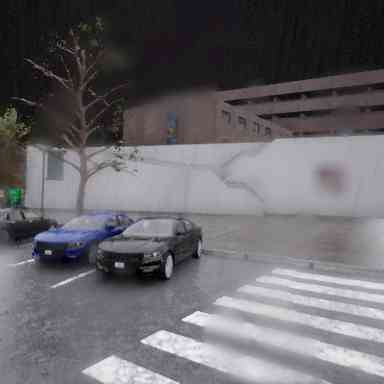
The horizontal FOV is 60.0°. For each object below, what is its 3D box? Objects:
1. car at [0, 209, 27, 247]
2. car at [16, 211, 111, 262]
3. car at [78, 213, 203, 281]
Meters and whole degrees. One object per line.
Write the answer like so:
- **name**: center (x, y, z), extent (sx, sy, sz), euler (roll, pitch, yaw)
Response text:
- **car**: center (-8.229, 1.532, 15.392), extent (2.231, 1.521, 4.892), euler (0, -1, 17)
- **car**: center (-3.431, 1.497, 11.937), extent (2.097, 1.535, 5.008), euler (0, -1, 16)
- **car**: center (-1.021, 1.485, 10.213), extent (2.097, 1.535, 5.008), euler (0, -1, 16)
